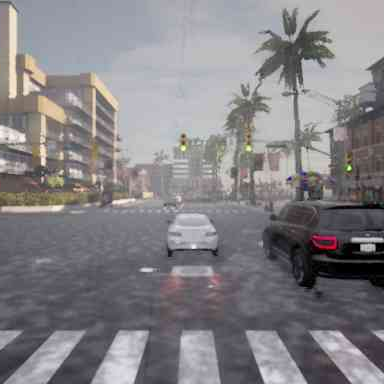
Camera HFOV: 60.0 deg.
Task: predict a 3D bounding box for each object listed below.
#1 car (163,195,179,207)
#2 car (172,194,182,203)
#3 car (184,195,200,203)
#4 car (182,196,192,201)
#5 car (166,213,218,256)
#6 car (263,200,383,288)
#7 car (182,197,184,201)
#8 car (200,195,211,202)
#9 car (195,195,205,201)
[{"bbox_3d":[-3.502,1.687,53.329,1.994,1.385,4.181,0,0,0],"label":"car"},{"bbox_3d":[-3.502,1.693,63.507,2.033,1.411,5.357,0,0,0],"label":"car"},{"bbox_3d":[-0.047,1.704,77.947,2.128,1.511,4.902,0,0,-4],"label":"car"},{"bbox_3d":[-1.481,1.762,91.027,1.994,1.385,4.181,0,0,-12],"label":"car"},{"bbox_3d":[-0.041,1.556,13.207,1.812,1.442,4.674,0,0,-2],"label":"car"},{"bbox_3d":[3.599,1.242,9.482,2.150,2.045,5.566,0,0,0],"label":"car"},{"bbox_3d":[-3.505,1.395,73.877,2.150,2.045,5.566,0,0,0],"label":"car"},{"bbox_3d":[3.355,1.541,80.719,2.097,1.767,4.553,0,0,-4],"label":"car"},{"bbox_3d":[2.110,1.708,90.775,1.837,1.490,4.892,0,0,-12],"label":"car"}]
